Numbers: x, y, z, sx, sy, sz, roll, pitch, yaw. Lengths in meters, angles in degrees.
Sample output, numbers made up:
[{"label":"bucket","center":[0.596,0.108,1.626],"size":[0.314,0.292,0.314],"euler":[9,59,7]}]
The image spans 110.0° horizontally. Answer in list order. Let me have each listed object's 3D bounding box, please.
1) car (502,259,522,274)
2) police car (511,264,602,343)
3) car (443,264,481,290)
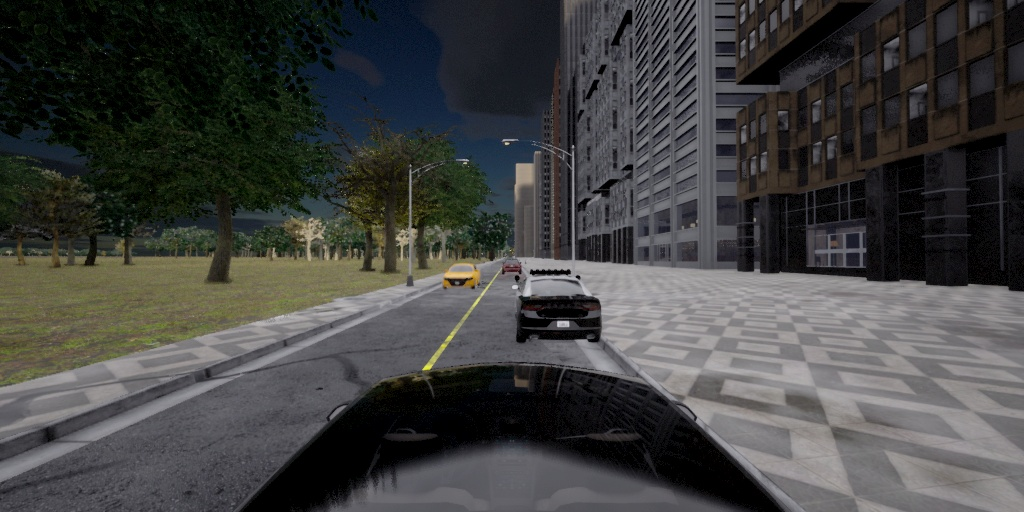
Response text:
[{"label":"car","center":[-0.011,1.062,39.635],"size":[2.097,1.767,4.553],"euler":[0,0,0]},{"label":"police car","center":[1.032,1.174,9.848],"size":[1.930,1.638,5.238],"euler":[0,0,0]},{"label":"car","center":[-3.048,1.218,22.431],"size":[1.882,1.535,5.008],"euler":[0,0,0]}]
